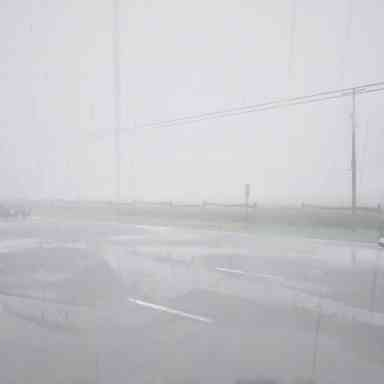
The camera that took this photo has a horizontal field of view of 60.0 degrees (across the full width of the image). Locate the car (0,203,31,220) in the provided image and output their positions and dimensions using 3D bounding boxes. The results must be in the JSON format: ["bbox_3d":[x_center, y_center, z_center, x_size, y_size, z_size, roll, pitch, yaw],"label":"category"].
[{"bbox_3d":[-15.664,1.600,28.008,4.718,1.301,1.895,0,0,35],"label":"car"}]

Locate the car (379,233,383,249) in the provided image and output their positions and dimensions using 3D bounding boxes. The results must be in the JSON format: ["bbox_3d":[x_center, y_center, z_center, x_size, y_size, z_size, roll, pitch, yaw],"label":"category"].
[{"bbox_3d":[8.698,1.601,10.624,4.718,1.301,1.895,0,0,36],"label":"car"}]
